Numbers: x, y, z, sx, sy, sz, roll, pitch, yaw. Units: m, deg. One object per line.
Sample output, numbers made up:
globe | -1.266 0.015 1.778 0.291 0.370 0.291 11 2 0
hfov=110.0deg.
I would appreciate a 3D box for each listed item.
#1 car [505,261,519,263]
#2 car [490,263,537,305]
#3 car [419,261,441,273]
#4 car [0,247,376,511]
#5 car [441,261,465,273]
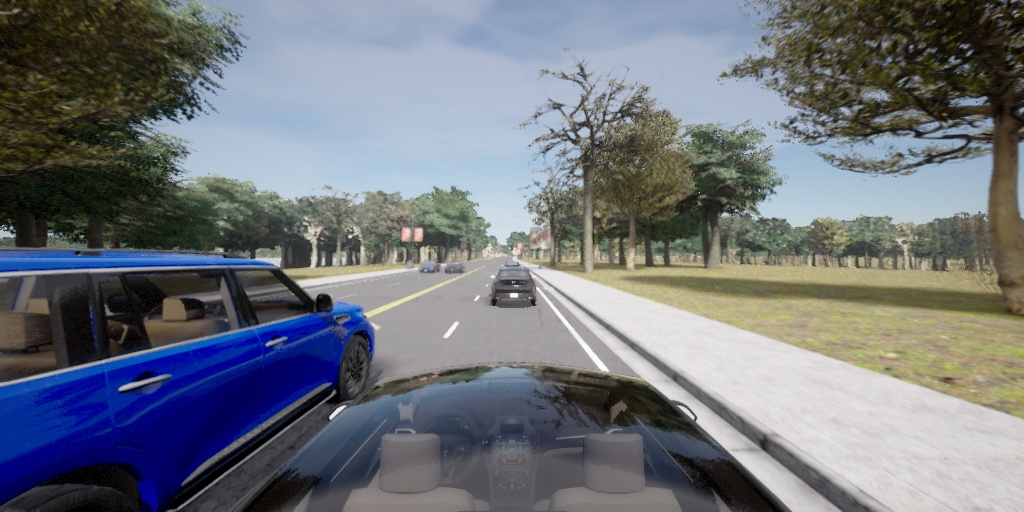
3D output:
car | -0.013 1.249 34.793 2.128 1.511 4.902 0 0 0
car | 0.074 1.255 16.071 1.837 1.490 4.892 0 0 0
car | -9.929 1.311 43.969 2.033 1.411 5.357 0 0 0
car | -3.152 0.972 3.117 2.150 2.045 5.566 0 0 0
car | -6.688 1.328 42.393 1.994 1.385 4.181 0 0 0
